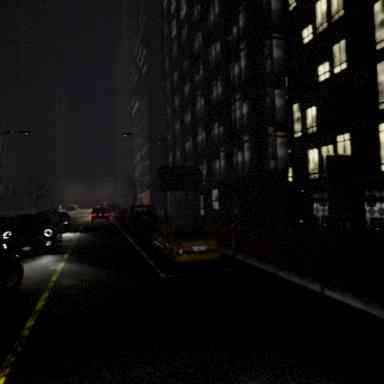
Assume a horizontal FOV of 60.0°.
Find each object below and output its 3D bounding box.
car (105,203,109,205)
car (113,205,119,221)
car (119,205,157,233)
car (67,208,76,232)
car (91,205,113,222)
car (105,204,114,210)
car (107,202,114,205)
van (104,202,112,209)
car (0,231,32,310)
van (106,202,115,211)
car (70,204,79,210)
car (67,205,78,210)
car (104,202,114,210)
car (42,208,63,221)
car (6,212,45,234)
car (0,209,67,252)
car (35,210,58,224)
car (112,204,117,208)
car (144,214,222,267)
[{"bbox_3d":[-13.080,2.748,46.909,2.033,1.411,5.357,-2,-1,-16],"label":"car"},{"bbox_3d":[-6.807,2.331,34.526,1.887,1.381,4.507,-1,-1,-16],"label":"car"},{"bbox_3d":[-3.688,1.813,23.693,2.192,1.841,5.009,-1,-1,-16],"label":"car"},{"bbox_3d":[-10.339,2.275,25.860,1.812,1.442,4.674,-2,-1,-15],"label":"car"},{"bbox_3d":[-10.133,2.478,36.681,2.033,1.411,5.357,-2,-1,-16],"label":"car"},{"bbox_3d":[-19.308,3.480,77.876,2.008,1.369,4.403,-1,-1,-16],"label":"car"},{"bbox_3d":[-13.058,2.904,56.201,1.887,1.381,4.507,-1,-1,-16],"label":"car"},{"bbox_3d":[-22.438,3.553,88.719,1.690,1.788,3.998,-1,-1,-16],"label":"van"},{"bbox_3d":[-4.853,1.804,6.829,1.994,1.385,4.181,-2,-1,-16],"label":"car"},{"bbox_3d":[-17.750,3.129,72.461,1.690,1.788,3.998,-1,-1,-16],"label":"van"},{"bbox_3d":[-30.474,3.980,86.363,2.008,1.369,4.403,-1,-1,-16],"label":"car"},{"bbox_3d":[-27.350,3.586,75.525,1.967,1.590,4.097,-1,-1,-16],"label":"car"},{"bbox_3d":[-20.876,3.386,83.300,2.192,1.841,5.009,-1,-1,-16],"label":"car"},{"bbox_3d":[-17.970,2.835,43.001,1.887,1.381,4.507,-1,-1,-16],"label":"car"},{"bbox_3d":[-13.281,2.410,26.741,2.008,1.369,4.403,-1,-1,-16],"label":"car"},{"bbox_3d":[-7.507,1.839,16.019,2.097,1.767,4.553,-2,-1,-16],"label":"car"},{"bbox_3d":[-16.406,2.729,37.580,1.802,1.307,4.206,-1,-1,-16],"label":"car"},{"bbox_3d":[-8.369,2.512,39.944,1.802,1.307,4.206,-1,-1,-16],"label":"car"},{"bbox_3d":[-0.410,1.717,12.201,1.752,1.417,4.829,-1,-1,-16],"label":"car"}]
